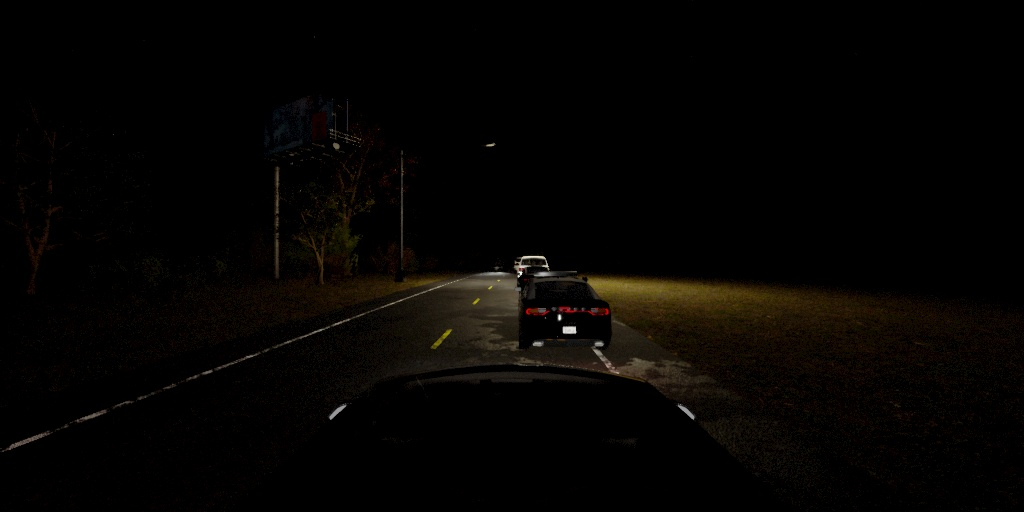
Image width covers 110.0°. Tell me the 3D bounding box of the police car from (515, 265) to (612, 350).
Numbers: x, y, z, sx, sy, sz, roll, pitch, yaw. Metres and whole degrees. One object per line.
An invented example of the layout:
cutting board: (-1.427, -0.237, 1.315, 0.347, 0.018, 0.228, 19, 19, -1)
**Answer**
police car: (1.104, 1.184, 9.275, 1.930, 1.638, 5.238, 0, 0, 1)

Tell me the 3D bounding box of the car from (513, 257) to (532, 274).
car: (1.423, 1.203, 46.485, 2.150, 2.045, 5.566, 0, 0, 4)

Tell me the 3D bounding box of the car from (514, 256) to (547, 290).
car: (1.460, 1.044, 25.140, 2.150, 2.045, 5.566, 0, 0, 2)

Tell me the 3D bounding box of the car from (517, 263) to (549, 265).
car: (1.288, 1.296, 19.131, 1.837, 1.490, 4.892, 0, 0, 1)

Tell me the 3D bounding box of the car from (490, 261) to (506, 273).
car: (-1.887, 1.501, 49.727, 2.128, 1.511, 4.902, 0, 0, 4)
